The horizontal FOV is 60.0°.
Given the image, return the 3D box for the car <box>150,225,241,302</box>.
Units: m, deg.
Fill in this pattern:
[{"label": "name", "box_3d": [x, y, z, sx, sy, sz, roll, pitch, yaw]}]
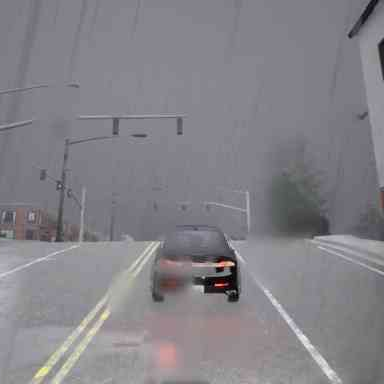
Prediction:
[{"label": "car", "box_3d": [0.089, 1.595, 8.524, 2.128, 1.511, 4.902, 0, -1, 0]}]
